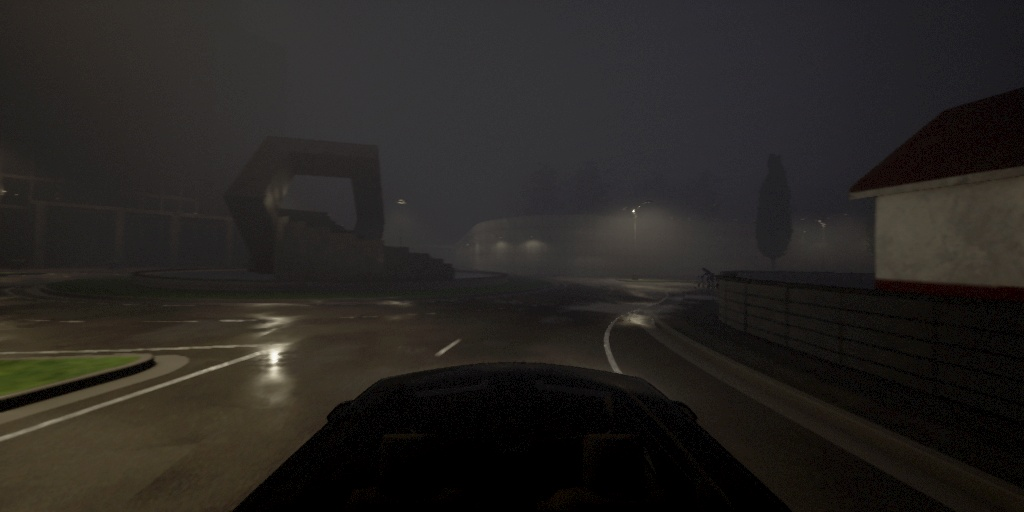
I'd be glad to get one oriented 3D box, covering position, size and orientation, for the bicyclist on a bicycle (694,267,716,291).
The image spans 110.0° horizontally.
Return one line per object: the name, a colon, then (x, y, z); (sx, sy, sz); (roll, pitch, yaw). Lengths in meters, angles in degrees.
bicyclist on a bicycle: (13.817, 1.637, 25.462); (1.656, 1.620, 0.582); (0, -1, 45)
